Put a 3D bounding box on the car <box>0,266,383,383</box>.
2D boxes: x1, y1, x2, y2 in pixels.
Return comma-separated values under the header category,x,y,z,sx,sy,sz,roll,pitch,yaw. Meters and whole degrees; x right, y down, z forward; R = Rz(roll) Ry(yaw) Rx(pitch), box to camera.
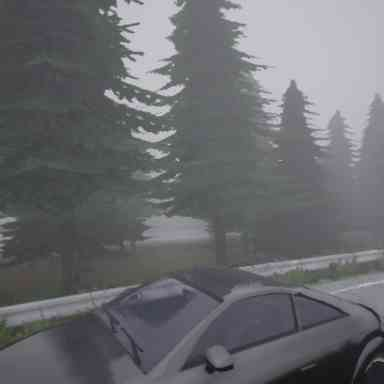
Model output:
category,x,y,z,sx,sy,sz,roll,pitch,yaw
car,0.086,1.537,3.264,4.181,1.385,1.994,-1,1,-31
